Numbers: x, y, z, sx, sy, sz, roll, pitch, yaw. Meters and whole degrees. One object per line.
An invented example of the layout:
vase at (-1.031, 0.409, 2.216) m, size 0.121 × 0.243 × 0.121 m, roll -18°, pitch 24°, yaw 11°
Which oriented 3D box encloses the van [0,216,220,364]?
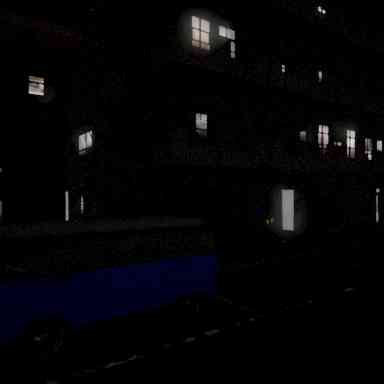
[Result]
van at (-1.411, 1.341, 5.559) m, size 3.998 × 1.788 × 1.690 m, roll 0°, pitch 0°, yaw -35°
